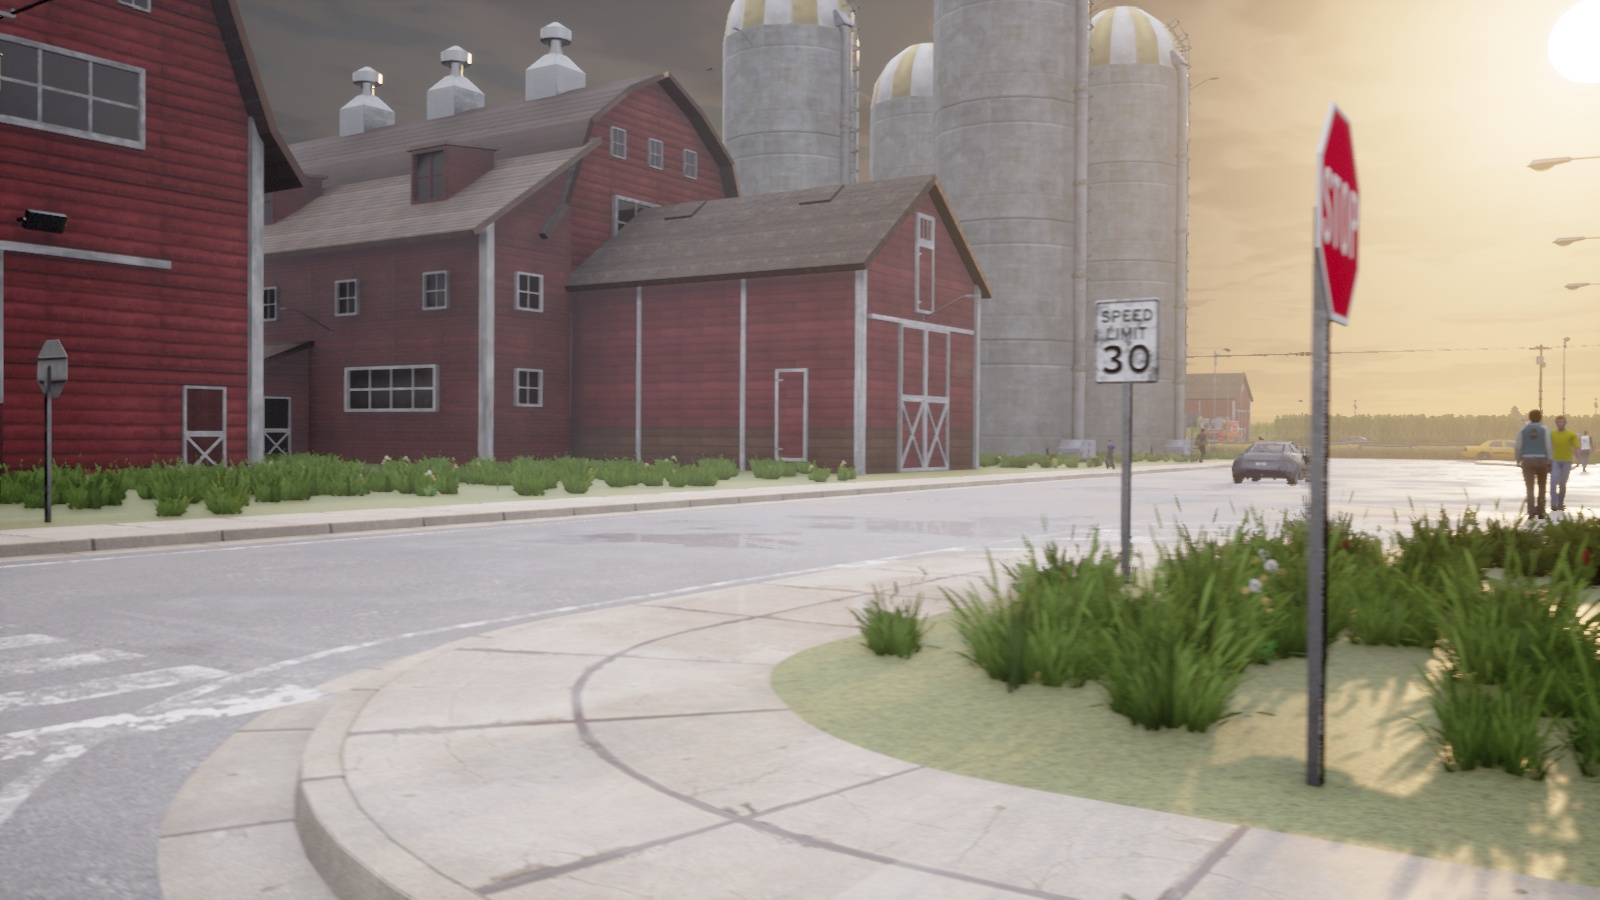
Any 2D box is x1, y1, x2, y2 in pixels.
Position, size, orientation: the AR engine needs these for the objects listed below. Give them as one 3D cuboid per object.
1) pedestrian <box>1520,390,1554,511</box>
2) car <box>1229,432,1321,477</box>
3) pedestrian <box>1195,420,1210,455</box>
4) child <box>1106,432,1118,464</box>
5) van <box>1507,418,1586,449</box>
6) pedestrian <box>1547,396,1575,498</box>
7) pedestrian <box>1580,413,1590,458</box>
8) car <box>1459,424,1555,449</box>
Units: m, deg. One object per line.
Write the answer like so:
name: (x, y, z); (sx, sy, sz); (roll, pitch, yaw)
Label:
pedestrian: (11.974, 0.002, 20.396); (0.396, 1.930, 0.692); (0, 1, 37)
car: (15.566, 0.109, 41.044); (1.994, 1.385, 4.181); (0, 1, 33)
pedestrian: (20.404, -0.639, 63.695); (0.869, 1.805, 0.328); (-1, 1, -42)
child: (12.226, -0.090, 49.262); (0.270, 1.263, 0.437); (0, 1, 45)
van: (49.605, -1.098, 83.503); (4.442, 1.987, 1.775); (0, 1, 33)
pedestrian: (13.958, -0.053, 23.027); (0.354, 1.836, 0.706); (0, 1, 38)
pedestrian: (32.491, -0.615, 51.958); (0.354, 1.836, 0.706); (0, 1, 32)
car: (45.974, -0.851, 81.710); (5.366, 1.575, 1.801); (0, 1, 33)
